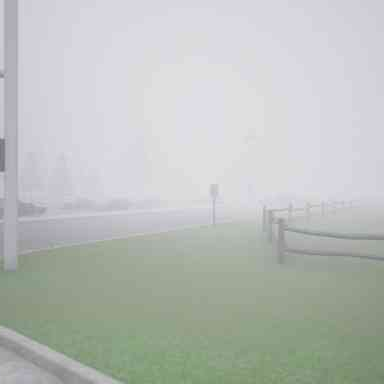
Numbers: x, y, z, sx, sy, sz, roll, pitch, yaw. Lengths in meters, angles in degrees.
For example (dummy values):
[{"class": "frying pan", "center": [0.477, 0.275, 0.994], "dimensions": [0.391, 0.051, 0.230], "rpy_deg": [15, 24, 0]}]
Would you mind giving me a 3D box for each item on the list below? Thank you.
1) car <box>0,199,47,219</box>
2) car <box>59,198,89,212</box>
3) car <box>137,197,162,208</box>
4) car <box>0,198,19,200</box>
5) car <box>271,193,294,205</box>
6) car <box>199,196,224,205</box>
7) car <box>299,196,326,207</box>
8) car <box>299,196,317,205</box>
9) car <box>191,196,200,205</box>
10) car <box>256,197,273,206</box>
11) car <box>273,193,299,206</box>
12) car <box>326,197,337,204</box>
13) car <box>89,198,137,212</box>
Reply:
[{"class": "car", "center": [-15.430, 1.601, 29.147], "dimensions": [1.895, 1.301, 4.718], "rpy_deg": [0, 0, 35]}, {"class": "car", "center": [-13.030, 1.492, 38.776], "dimensions": [2.128, 1.511, 4.902], "rpy_deg": [0, 0, 35]}, {"class": "car", "center": [-6.467, 1.492, 48.255], "dimensions": [2.128, 1.511, 4.902], "rpy_deg": [0, 0, 35]}, {"class": "car", "center": [-18.231, 1.352, 31.250], "dimensions": [2.097, 1.767, 4.553], "rpy_deg": [0, 0, 35]}, {"class": "car", "center": [16.624, 1.221, 60.822], "dimensions": [2.150, 2.045, 5.566], "rpy_deg": [0, 0, 36]}, {"class": "car", "center": [3.763, 1.525, 56.737], "dimensions": [1.812, 1.442, 4.674], "rpy_deg": [0, 0, 36]}, {"class": "car", "center": [18.655, 1.478, 51.499], "dimensions": [1.882, 1.535, 5.008], "rpy_deg": [0, 0, 36]}, {"class": "car", "center": [21.461, 1.505, 61.337], "dimensions": [1.837, 1.490, 4.892], "rpy_deg": [0, 0, 36]}, {"class": "car", "center": [1.858, 1.477, 60.079], "dimensions": [1.882, 1.535, 5.008], "rpy_deg": [0, 0, 36]}, {"class": "car", "center": [12.125, 1.564, 54.544], "dimensions": [1.994, 1.385, 4.181], "rpy_deg": [0, 0, 36]}, {"class": "car", "center": [15.310, 1.221, 52.852], "dimensions": [2.150, 2.045, 5.566], "rpy_deg": [0, 0, 36]}, {"class": "car", "center": [24.612, 1.564, 59.719], "dimensions": [1.994, 1.385, 4.181], "rpy_deg": [0, 0, 36]}, {"class": "car", "center": [-9.004, 1.502, 38.439], "dimensions": [1.837, 1.490, 4.892], "rpy_deg": [0, 1, 35]}]
